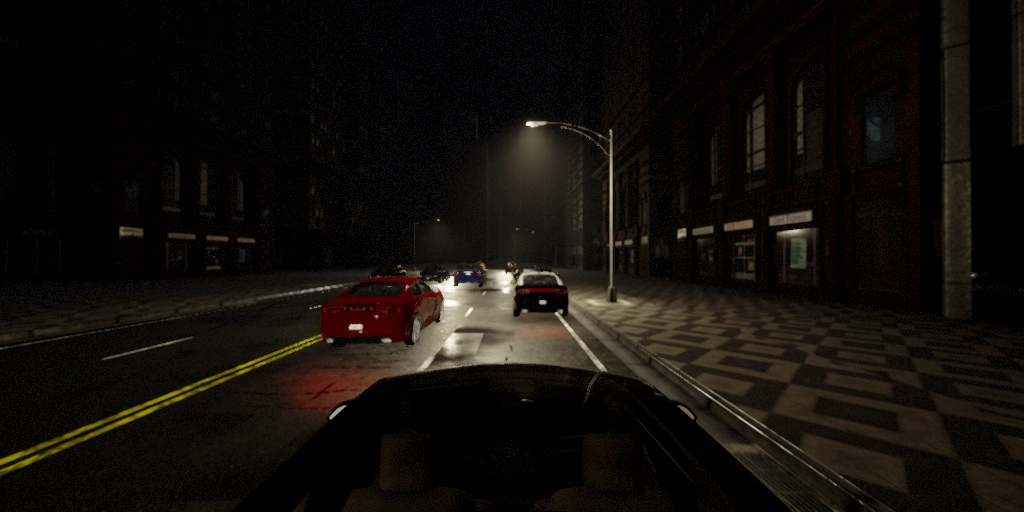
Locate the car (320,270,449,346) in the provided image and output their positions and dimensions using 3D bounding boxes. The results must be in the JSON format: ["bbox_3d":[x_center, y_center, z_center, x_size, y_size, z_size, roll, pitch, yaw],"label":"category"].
[{"bbox_3d":[-3.144,1.300,9.688,1.882,1.535,5.008,0,0,0],"label":"car"}]

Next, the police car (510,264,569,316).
[{"bbox_3d":[0.982,1.283,13.989,1.930,1.638,5.238,0,-1,0],"label":"police car"}]

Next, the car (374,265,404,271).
[{"bbox_3d":[-9.840,1.507,28.743,1.837,1.490,4.892,0,-1,0],"label":"car"}]

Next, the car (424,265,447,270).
[{"bbox_3d":[-6.590,1.521,30.450,1.837,1.490,4.892,0,-1,0],"label":"car"}]

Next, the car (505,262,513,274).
[{"bbox_3d":[0.031,1.689,49.301,2.128,1.511,4.902,0,-1,0],"label":"car"}]

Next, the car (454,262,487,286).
[{"bbox_3d":[-3.142,1.340,27.751,2.097,1.767,4.553,0,-1,0],"label":"car"}]

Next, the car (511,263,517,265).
[{"bbox_3d":[0.983,1.454,23.878,1.837,1.490,4.892,0,-1,0],"label":"car"}]
